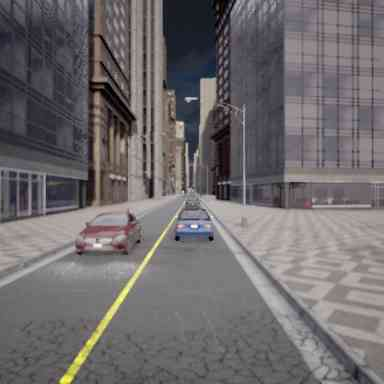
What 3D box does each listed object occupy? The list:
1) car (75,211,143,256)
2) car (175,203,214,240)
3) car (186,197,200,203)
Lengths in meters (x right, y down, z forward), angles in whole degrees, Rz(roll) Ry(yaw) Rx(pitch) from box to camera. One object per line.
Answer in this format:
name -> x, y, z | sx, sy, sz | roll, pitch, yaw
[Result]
car -> -3.098, 1.513, 13.252 | 1.812, 1.442, 4.674 | 0, 0, 0
car -> 0.102, 1.531, 16.937 | 2.033, 1.411, 5.357 | 0, 0, 0
car -> 0.104, 1.421, 45.615 | 2.128, 1.511, 4.902 | 0, 0, 0
